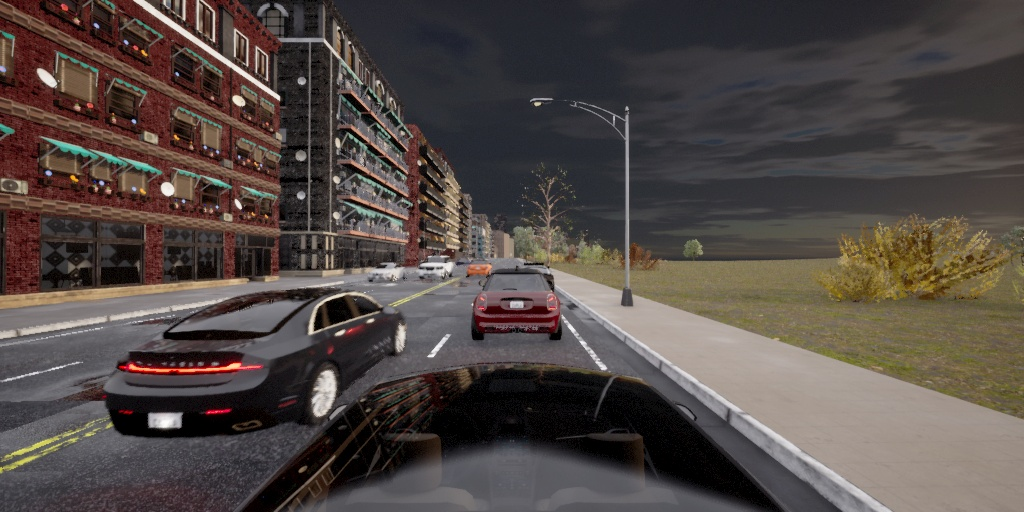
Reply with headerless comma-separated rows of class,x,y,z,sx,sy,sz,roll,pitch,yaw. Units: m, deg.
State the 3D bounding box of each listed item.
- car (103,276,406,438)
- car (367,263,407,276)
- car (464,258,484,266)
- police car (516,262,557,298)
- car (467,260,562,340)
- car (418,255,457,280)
car,-3.144,1.255,5.678,1.837,1.490,4.892,0,0,0
car,-9.789,1.278,28.388,1.812,1.442,4.674,0,0,0
car,-3.076,1.104,34.573,2.097,1.767,4.553,0,0,0
police car,1.177,1.177,19.592,1.930,1.638,5.238,0,0,0
car,0.114,1.103,10.096,2.097,1.767,4.553,0,0,0
car,-6.532,0.973,31.221,2.150,2.045,5.566,0,0,0
